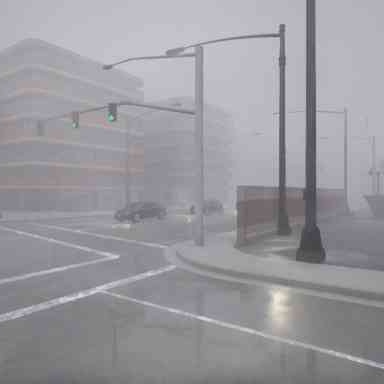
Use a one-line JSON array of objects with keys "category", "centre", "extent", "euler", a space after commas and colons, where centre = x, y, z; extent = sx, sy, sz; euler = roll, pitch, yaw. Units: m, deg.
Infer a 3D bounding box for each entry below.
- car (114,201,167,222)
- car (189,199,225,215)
[{"category": "car", "centre": [-3.964, 1.510, 26.330], "extent": [1.837, 1.490, 4.892], "euler": [0, 0, 35]}, {"category": "car", "centre": [1.627, 1.510, 34.452], "extent": [1.837, 1.490, 4.892], "euler": [0, 0, 35]}]
